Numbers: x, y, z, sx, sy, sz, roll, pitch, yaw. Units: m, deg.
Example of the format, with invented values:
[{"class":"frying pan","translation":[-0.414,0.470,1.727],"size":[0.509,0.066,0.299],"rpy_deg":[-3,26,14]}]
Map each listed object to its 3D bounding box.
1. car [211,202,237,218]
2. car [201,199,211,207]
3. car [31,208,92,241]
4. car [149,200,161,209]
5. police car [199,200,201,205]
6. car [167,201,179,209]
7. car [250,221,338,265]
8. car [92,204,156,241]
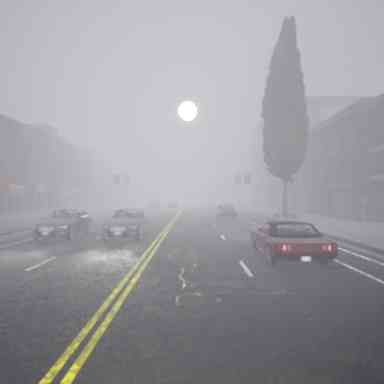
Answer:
[{"class":"car","translation":[3.344,1.860,33.340],"size":[2.033,1.411,5.357],"rpy_deg":[0,-1,0]},{"class":"car","translation":[3.240,2.395,67.999],"size":[1.812,1.442,4.674],"rpy_deg":[0,-1,0]},{"class":"car","translation":[-6.603,1.622,17.440],"size":[2.128,1.511,4.902],"rpy_deg":[0,-1,0]},{"class":"car","translation":[-6.549,2.193,59.474],"size":[1.837,1.490,4.892],"rpy_deg":[0,-1,1]},{"class":"police car","translation":[3.238,2.577,79.109],"size":[1.930,1.638,5.238],"rpy_deg":[0,-1,0]},{"class":"car","translation":[-3.312,2.237,58.606],"size":[1.994,1.385,4.181],"rpy_deg":[0,-1,1]},{"class":"car","translation":[3.353,1.684,11.963],"size":[1.895,1.301,4.718],"rpy_deg":[0,0,0]},{"class":"car","translation":[-3.351,1.623,17.452],"size":[2.128,1.511,4.902],"rpy_deg":[0,-1,0]}]
